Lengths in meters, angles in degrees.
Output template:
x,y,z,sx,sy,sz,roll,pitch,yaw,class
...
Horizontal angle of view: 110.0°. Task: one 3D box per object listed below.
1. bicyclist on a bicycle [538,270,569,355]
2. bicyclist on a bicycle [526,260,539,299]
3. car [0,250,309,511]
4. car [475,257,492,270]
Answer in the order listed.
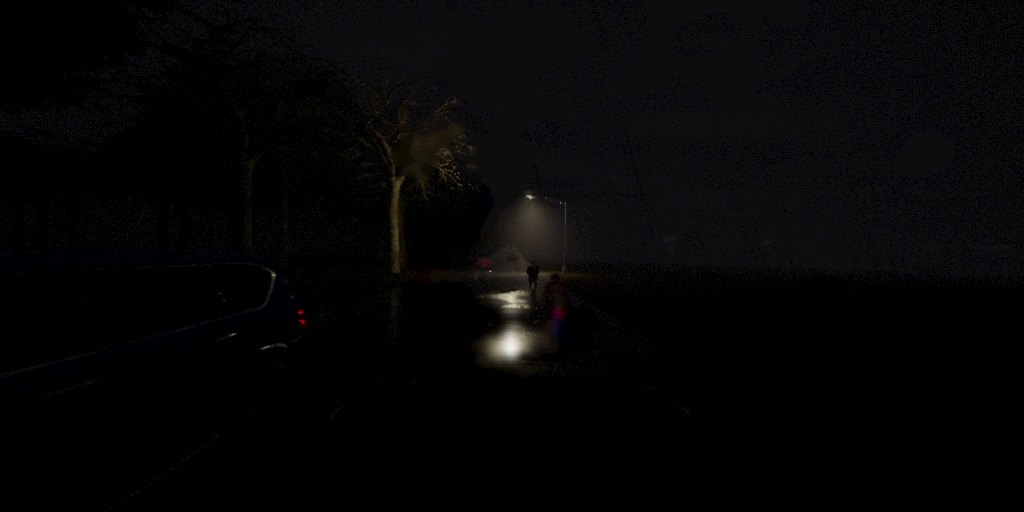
x,y,z,sx,sy,sz,roll,pitch,yaw,class
0.967,1.194,7.715,0.582,1.620,1.656,0,0,0,bicyclist on a bicycle
0.974,1.076,16.766,0.659,1.776,1.843,0,1,0,bicyclist on a bicycle
-3.601,0.971,2.188,2.150,2.045,5.566,0,0,0,car
-3.556,0.891,45.557,1.882,1.535,5.008,0,1,0,car
